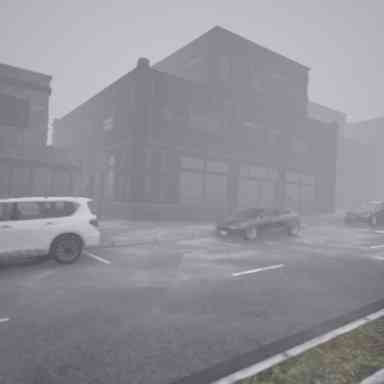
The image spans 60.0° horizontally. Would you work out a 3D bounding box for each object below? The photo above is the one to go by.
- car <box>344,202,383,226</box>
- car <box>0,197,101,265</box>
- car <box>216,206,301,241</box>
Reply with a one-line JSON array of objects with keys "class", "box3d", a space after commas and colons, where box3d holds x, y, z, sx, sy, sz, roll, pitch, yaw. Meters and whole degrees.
[{"class": "car", "box3d": [12.373, 1.440, 22.896, 4.892, 1.521, 2.231, 0, 0, -36]}, {"class": "car", "box3d": [-5.586, 1.169, 9.958, 5.566, 2.045, 2.435, 0, 0, -36]}, {"class": "car", "box3d": [3.374, 1.459, 16.419, 4.792, 1.488, 2.163, 0, 0, -36]}]
